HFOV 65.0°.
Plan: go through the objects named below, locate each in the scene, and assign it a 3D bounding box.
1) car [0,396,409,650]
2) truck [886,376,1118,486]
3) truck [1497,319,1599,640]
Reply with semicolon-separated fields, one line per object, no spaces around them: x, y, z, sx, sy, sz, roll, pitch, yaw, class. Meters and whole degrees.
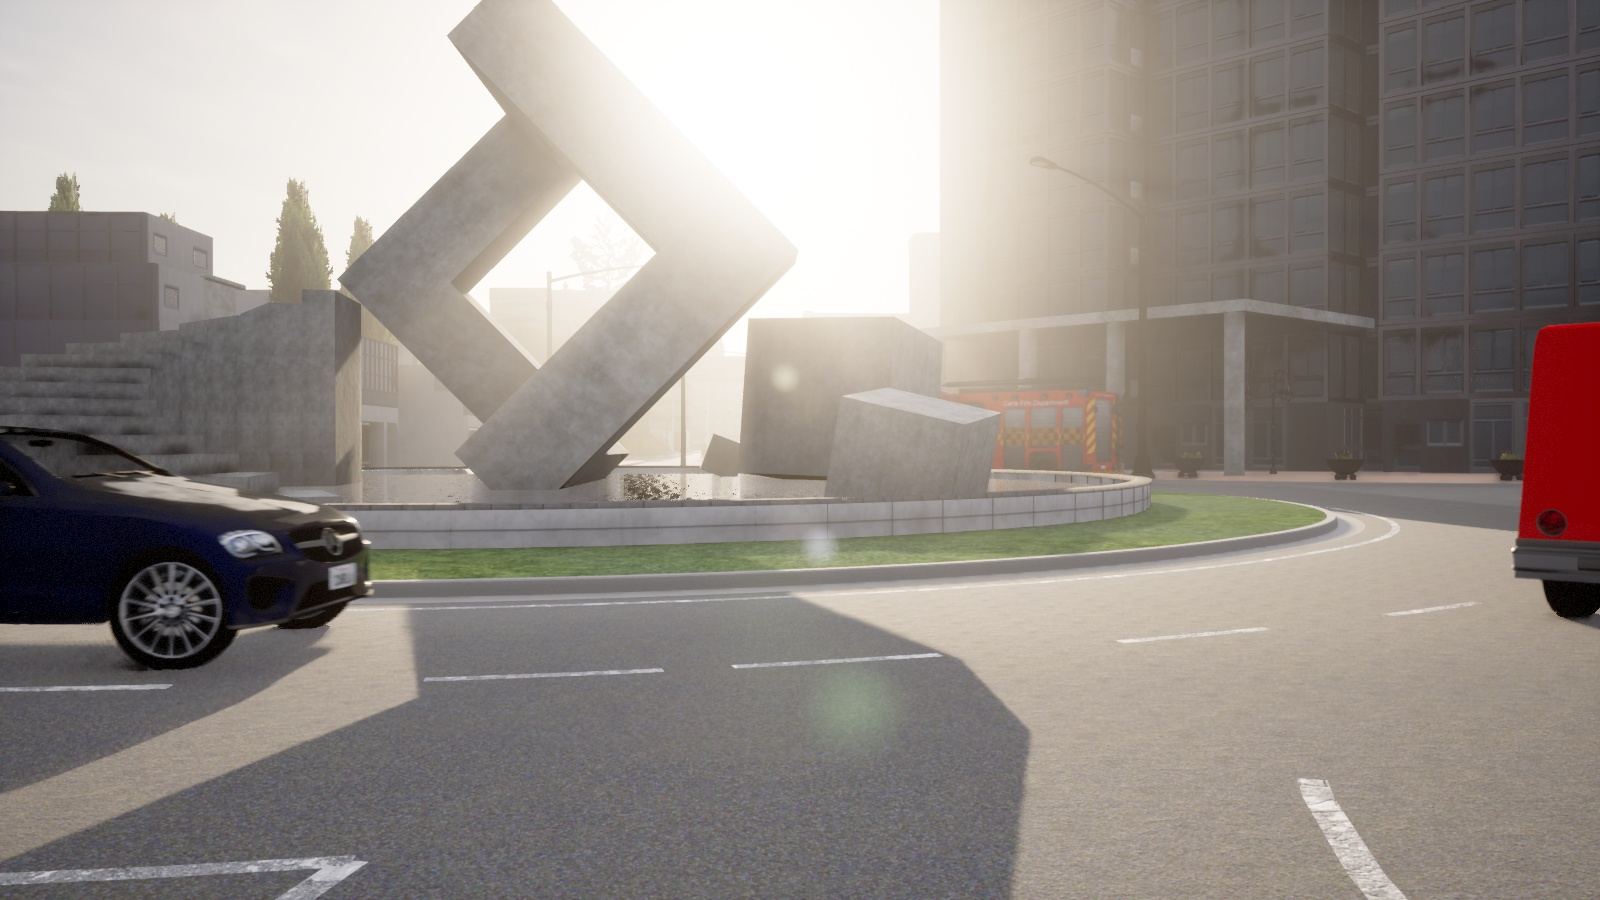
-5.781;0.468;9.376;5.027;1.651;2.152;0;0;3;car
7.556;-0.682;47.857;8.468;3.827;2.891;0;0;41;truck
8.399;0.208;11.101;2.627;2.467;5.204;0;1;44;truck
